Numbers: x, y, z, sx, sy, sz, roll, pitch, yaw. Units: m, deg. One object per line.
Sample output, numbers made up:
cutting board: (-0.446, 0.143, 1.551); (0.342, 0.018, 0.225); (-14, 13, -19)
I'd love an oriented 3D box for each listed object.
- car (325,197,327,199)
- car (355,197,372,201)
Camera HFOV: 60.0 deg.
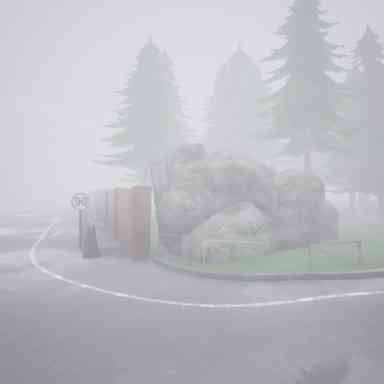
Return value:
car: (23.534, 1.174, 63.326); (2.150, 2.045, 5.566); (0, 0, -8)
car: (28.661, 1.531, 54.655); (1.994, 1.385, 4.181); (0, 0, -12)
